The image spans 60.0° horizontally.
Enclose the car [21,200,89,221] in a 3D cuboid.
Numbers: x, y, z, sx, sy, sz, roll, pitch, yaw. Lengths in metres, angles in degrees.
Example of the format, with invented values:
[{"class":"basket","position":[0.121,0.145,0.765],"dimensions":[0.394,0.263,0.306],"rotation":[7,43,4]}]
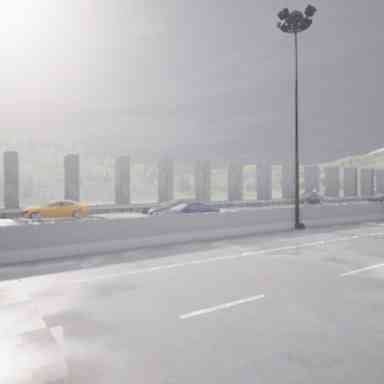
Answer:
[{"class":"car","position":[-10.727,1.386,26.273],"dimensions":[5.008,1.535,1.882],"rotation":[-1,0,-34]}]

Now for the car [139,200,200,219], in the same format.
[{"class":"car","position":[-1.851,1.399,27.964],"dimensions":[4.718,1.301,1.895],"rotation":[-1,1,-33]}]

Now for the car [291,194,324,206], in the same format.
[{"class":"car","position":[14.909,1.005,42.715],"dimensions":[4.892,1.490,1.837],"rotation":[0,0,-32]}]

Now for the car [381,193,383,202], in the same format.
[{"class":"car","position":[26.104,0.914,41.400],"dimensions":[4.674,1.442,1.812],"rotation":[-1,1,-31]}]

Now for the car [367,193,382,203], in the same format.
[{"class":"car","position":[26.054,0.834,45.481],"dimensions":[5.008,1.535,1.882],"rotation":[-1,1,-31]}]

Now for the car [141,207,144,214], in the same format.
[{"class":"car","position":[-0.924,1.324,24.375],"dimensions":[4.892,1.490,1.837],"rotation":[0,0,-33]}]

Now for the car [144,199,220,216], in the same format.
[{"class":"car","position":[-0.302,1.366,20.598],"dimensions":[4.674,1.442,1.812],"rotation":[-1,0,-33]}]
